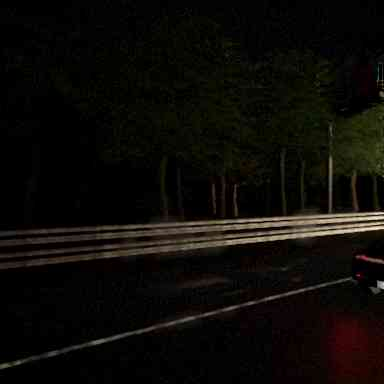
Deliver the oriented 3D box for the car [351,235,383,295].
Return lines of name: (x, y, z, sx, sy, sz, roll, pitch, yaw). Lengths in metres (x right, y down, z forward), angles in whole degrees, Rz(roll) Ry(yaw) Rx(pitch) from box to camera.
car: (5.651, 1.567, 7.609, 4.902, 1.511, 2.128, 0, 0, -34)
